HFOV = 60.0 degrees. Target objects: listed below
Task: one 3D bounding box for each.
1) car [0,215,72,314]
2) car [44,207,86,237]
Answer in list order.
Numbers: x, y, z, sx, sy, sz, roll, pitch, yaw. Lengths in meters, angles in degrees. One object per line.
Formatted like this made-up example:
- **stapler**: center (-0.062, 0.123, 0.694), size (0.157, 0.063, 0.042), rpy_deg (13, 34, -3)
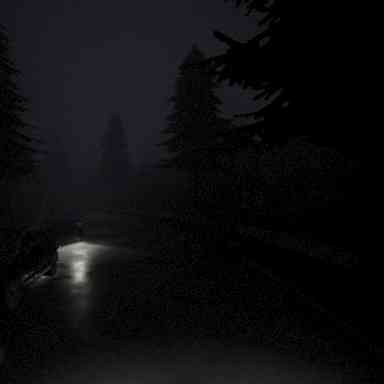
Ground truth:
- **car**: center (-4.466, 1.536, 7.610), size (2.128, 1.511, 4.902), rpy_deg (0, 0, -8)
- **car**: center (-6.968, 1.563, 18.337), size (1.882, 1.535, 5.008), rpy_deg (0, 0, -18)
